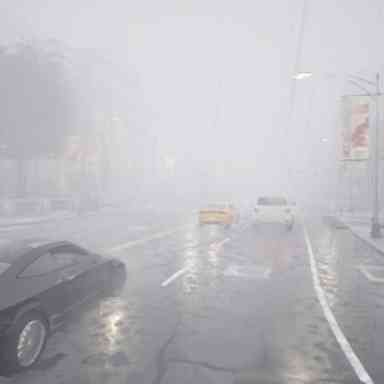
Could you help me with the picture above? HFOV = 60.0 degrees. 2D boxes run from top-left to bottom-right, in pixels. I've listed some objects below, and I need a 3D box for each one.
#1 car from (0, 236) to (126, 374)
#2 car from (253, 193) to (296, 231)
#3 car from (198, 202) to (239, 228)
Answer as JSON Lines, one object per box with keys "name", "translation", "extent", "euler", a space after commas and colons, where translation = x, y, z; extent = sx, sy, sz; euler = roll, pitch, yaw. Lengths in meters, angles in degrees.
{"name": "car", "translation": [-2.651, 1.468, 5.521], "extent": [1.812, 1.442, 4.674], "euler": [1, 0, 10]}
{"name": "car", "translation": [5.060, 1.157, 20.329], "extent": [2.150, 2.045, 5.566], "euler": [1, 1, 18]}
{"name": "car", "translation": [1.840, 1.371, 21.508], "extent": [1.882, 1.535, 5.008], "euler": [1, 0, 17]}
